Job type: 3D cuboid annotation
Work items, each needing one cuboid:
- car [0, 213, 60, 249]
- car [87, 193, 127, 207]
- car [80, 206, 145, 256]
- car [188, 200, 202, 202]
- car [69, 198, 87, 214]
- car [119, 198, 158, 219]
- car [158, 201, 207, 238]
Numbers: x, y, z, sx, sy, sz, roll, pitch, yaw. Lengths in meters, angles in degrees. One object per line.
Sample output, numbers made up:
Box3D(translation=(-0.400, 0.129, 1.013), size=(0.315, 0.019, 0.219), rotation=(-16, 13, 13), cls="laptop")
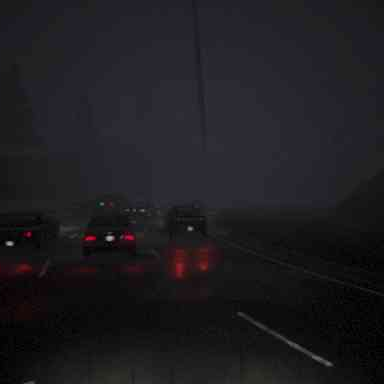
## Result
Box3D(translation=(-6.912, 1.537, 14.007), size=(1.895, 1.301, 4.718), rotation=(0, 0, -11), cls="car")
Box3D(translation=(-7.261, 1.132, 31.148), size=(2.150, 2.045, 5.566), rotation=(0, 0, 9), cls="car")
Box3D(translation=(-3.164, 1.508, 13.002), size=(2.033, 1.411, 5.357), rotation=(0, 0, -13), cls="car")
Box3D(translation=(0.288, 1.478, 33.052), size=(1.812, 1.442, 4.674), rotation=(0, 0, 13), cls="car")
Box3D(translation=(-10.455, 1.362, 33.710), size=(1.882, 1.535, 5.008), rotation=(0, 0, 10), cls="car")
Box3D(translation=(-4.159, 1.479, 28.444), size=(2.033, 1.411, 5.357), rotation=(0, 0, 7), cls="car")
Box3D(translation=(-0.441, 1.462, 17.599), size=(2.128, 1.511, 4.902), rotation=(0, 0, -9), cls="car")
